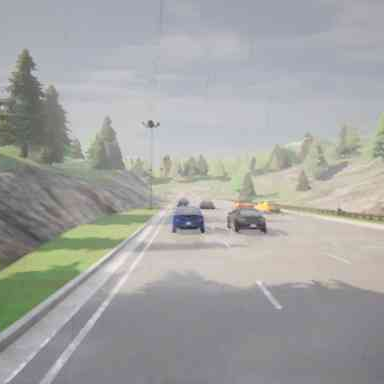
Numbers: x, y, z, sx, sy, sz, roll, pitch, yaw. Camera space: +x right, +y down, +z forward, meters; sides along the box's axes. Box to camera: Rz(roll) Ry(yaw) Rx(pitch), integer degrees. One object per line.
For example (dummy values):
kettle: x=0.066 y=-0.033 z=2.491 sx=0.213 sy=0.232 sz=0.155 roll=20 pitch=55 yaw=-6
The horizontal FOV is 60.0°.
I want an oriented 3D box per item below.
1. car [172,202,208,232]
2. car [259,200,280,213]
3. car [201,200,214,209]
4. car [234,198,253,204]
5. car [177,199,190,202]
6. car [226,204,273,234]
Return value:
car: x=-0.266 y=1.627 z=21.112 sx=1.882 sy=1.535 sz=5.008 roll=0 pitch=0 yaw=-2
car: x=9.551 y=1.762 z=41.552 sx=1.882 sy=1.535 sz=5.008 roll=0 pitch=0 yaw=-2
car: x=2.250 y=1.919 z=50.577 sx=1.994 sy=1.385 sz=4.181 roll=0 pitch=0 yaw=-2
car: x=6.112 y=1.626 z=39.688 sx=2.097 sy=1.767 sz=4.553 roll=0 pitch=0 yaw=-2
car: x=-1.430 y=1.901 z=55.912 sx=1.837 sy=1.490 sz=4.892 roll=0 pitch=0 yaw=-2
car: x=3.258 y=1.667 z=20.335 sx=1.812 sy=1.442 sz=4.674 roll=0 pitch=0 yaw=-2
